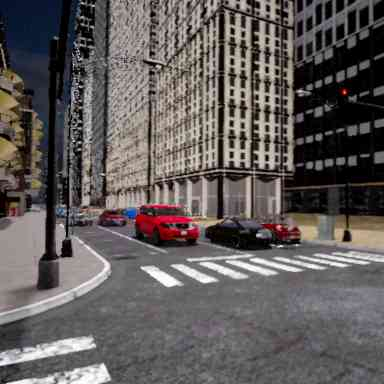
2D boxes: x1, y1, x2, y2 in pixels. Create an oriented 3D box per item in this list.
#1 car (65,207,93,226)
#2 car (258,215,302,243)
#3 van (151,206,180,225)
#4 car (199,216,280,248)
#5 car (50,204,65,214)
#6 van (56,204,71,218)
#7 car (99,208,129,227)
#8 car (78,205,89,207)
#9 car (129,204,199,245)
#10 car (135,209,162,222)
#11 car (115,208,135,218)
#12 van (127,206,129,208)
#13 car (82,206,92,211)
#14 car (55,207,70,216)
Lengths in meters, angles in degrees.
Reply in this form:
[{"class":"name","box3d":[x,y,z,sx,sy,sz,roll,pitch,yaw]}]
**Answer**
[{"class":"car","box3d":[-10.439,2.404,31.277,2.008,1.369,4.403,2,-2,-25]},{"class":"car","box3d":[4.426,2.051,19.600,1.967,1.590,4.097,2,-2,-25]},{"class":"van","box3d":[-2.874,2.416,34.889,1.690,1.788,3.998,2,-2,-25]},{"class":"car","box3d":[2.350,2.085,17.644,1.994,1.385,4.181,2,-2,-25]},{"class":"car","box3d":[-25.037,3.108,61.856,2.192,1.841,5.009,2,-2,-25]},{"class":"van","box3d":[-17.736,2.662,46.570,1.690,1.788,3.998,2,-2,-25]},{"class":"car","box3d":[-7.474,2.407,31.084,1.812,1.442,4.674,2,-2,-26]},{"class":"car","box3d":[-15.910,2.780,48.975,2.097,1.767,4.553,2,-2,-25]},{"class":"car","box3d":[-1.574,1.728,18.737,2.150,2.045,5.566,2,-2,-26]},{"class":"car","box3d":[-5.310,2.781,39.977,2.008,1.369,4.403,2,-2,-25]},{"class":"car","box3d":[-10.177,3.109,50.166,1.947,1.339,4.313,2,-2,-25]},{"class":"van","box3d":[-7.740,2.728,45.080,1.690,1.788,3.998,2,-2,-25]},{"class":"car","box3d":[-27.212,4.232,85.831,1.802,1.307,4.206,2,-2,-25]},{"class":"car","box3d":[-20.173,3.060,51.656,1.802,1.307,4.206,2,-2,-25]}]
